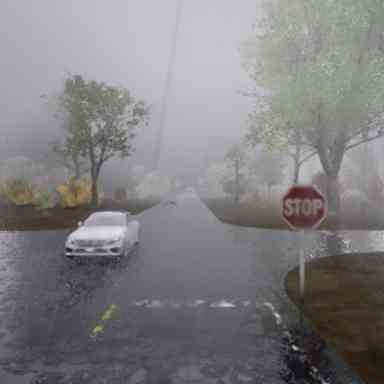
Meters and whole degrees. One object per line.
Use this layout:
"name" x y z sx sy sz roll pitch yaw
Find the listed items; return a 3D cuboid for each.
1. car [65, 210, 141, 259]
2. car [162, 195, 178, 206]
"car" -3.004 1.424 12.124 1.812 1.442 4.674 0 0 0
"car" -3.026 1.179 46.588 1.837 1.490 4.892 0 1 0
